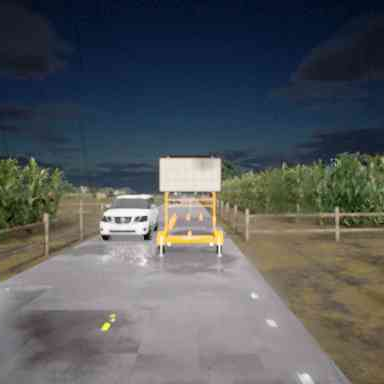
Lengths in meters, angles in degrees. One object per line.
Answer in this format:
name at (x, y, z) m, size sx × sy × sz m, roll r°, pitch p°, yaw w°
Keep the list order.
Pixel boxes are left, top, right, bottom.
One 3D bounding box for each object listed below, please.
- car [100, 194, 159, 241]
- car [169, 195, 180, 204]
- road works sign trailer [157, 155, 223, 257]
car at (-2.935, 1.150, 16.717) m, size 2.150 × 2.045 × 5.566 m, roll 0°, pitch 0°, yaw 0°
car at (-3.113, 1.373, 60.368) m, size 1.837 × 1.490 × 4.892 m, roll 0°, pitch 0°, yaw 0°
road works sign trailer at (-0.064, 0.409, 12.748) m, size 2.380 × 3.560 × 2.880 m, roll 0°, pitch 0°, yaw 0°
